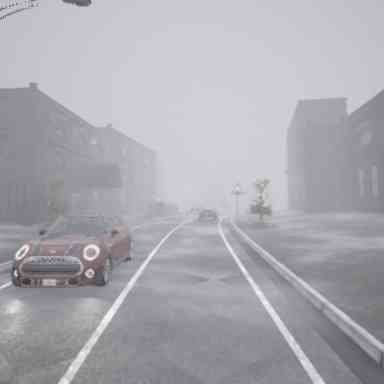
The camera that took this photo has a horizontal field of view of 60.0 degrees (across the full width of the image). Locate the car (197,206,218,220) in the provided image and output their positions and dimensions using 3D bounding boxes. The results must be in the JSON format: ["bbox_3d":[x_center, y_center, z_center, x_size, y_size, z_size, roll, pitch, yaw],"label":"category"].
[{"bbox_3d":[1.802,2.181,35.549,1.812,1.442,4.674,0,-2,7],"label":"car"}]

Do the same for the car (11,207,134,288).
[{"bbox_3d":[-3.040,1.376,9.417,2.097,1.767,4.553,0,0,1],"label":"car"}]
